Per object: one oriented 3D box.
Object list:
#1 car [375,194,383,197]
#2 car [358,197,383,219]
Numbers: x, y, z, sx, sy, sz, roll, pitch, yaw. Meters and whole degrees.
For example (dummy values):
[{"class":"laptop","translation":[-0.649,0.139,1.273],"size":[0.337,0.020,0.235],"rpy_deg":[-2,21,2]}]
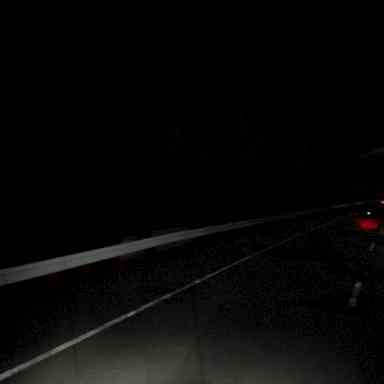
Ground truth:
[{"class":"car","translation":[22.143,1.217,38.119],"size":[2.150,2.045,5.566],"rpy_deg":[0,0,36]},{"class":"car","translation":[16.079,1.501,29.588],"size":[1.837,1.490,4.892],"rpy_deg":[0,0,35]}]
